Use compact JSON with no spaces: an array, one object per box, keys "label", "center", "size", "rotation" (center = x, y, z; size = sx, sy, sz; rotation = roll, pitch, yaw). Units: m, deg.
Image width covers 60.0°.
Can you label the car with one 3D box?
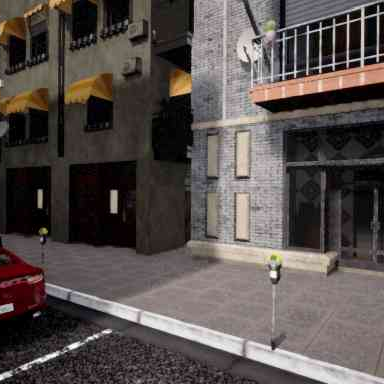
[{"label":"car","center":[-4.497,1.544,6.077],"size":[4.507,1.381,1.887],"rotation":[0,1,36]}]
